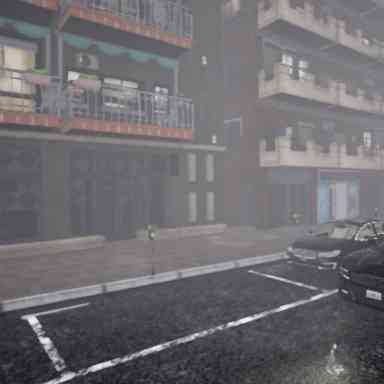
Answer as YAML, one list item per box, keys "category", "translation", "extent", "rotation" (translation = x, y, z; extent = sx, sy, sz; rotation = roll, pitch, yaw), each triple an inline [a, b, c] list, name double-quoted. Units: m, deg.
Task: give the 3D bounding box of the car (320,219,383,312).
- category: "car"
  translation: [5.053, 1.419, 6.979]
  extent: [5.008, 1.535, 1.882]
  rotation: [-1, 0, -35]

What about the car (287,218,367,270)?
- category: "car"
  translation: [4.671, 1.482, 9.899]
  extent: [4.403, 1.369, 2.008]
  rotation: [-1, 0, -35]
